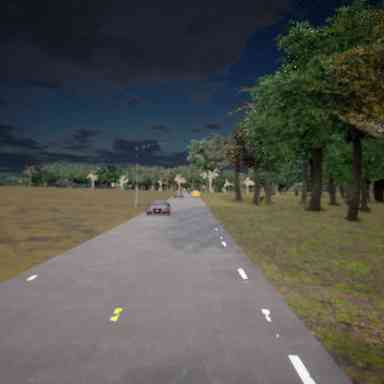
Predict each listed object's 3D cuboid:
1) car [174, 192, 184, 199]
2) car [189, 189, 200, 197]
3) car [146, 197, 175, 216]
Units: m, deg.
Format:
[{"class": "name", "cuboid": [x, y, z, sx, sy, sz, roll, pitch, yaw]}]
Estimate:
[{"class": "car", "cuboid": [-2.780, 0.684, 70.536, 1.994, 1.385, 4.181, 0, 1, 0]}, {"class": "car", "cuboid": [0.928, 0.436, 80.326, 1.882, 1.535, 5.008, 0, 1, 0]}, {"class": "car", "cuboid": [-2.860, 1.344, 29.319, 1.994, 1.385, 4.181, 0, 1, 0]}]
